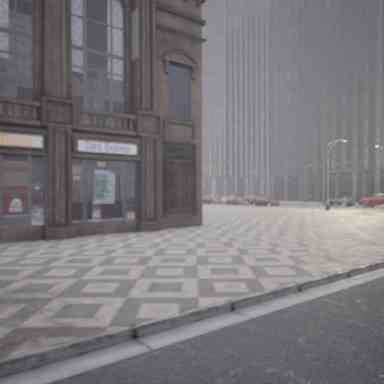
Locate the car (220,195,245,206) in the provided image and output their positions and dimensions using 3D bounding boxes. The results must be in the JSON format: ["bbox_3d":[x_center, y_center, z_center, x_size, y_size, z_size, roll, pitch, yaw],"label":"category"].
[{"bbox_3d":[6.672,1.409,49.988,1.802,1.307,4.206,0,0,-36],"label":"car"}]

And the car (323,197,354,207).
[{"bbox_3d":[20.240,1.355,45.940,1.947,1.339,4.313,0,0,-36],"label":"car"}]

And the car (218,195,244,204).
[{"bbox_3d":[6.911,1.320,59.296,1.812,1.442,4.674,0,0,-36],"label":"car"}]

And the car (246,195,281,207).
[{"bbox_3d":[10.015,1.375,45.447,1.887,1.381,4.507,0,0,-36],"label":"car"}]

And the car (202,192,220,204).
[{"bbox_3d":[3.328,1.264,54.530,1.967,1.590,4.097,0,0,-36],"label":"car"}]

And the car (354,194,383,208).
[{"bbox_3d":[23.583,1.107,41.397,2.192,1.841,5.009,0,0,-36],"label":"car"}]

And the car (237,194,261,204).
[{"bbox_3d":[10.208,1.221,59.564,1.967,1.590,4.097,0,0,-36],"label":"car"}]

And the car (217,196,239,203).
[{"bbox_3d":[6.864,1.359,64.107,1.802,1.307,4.206,0,0,-36],"label":"car"}]
